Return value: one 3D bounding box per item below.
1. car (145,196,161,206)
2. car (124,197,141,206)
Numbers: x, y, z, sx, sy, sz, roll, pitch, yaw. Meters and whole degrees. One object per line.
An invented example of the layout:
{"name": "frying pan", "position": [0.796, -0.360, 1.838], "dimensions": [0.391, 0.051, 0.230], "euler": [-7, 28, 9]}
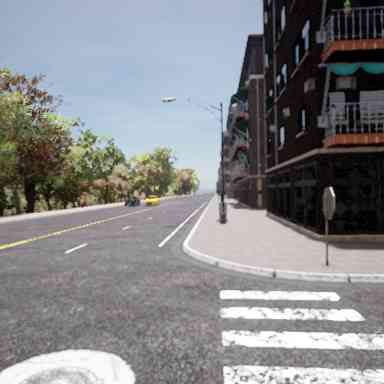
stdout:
{"name": "car", "position": [-6.329, 1.440, 53.789], "dimensions": [1.882, 1.535, 5.008], "euler": [-1, 0, 4]}
{"name": "car", "position": [-9.568, 1.525, 54.037], "dimensions": [1.837, 1.490, 4.892], "euler": [-1, 0, 4]}
